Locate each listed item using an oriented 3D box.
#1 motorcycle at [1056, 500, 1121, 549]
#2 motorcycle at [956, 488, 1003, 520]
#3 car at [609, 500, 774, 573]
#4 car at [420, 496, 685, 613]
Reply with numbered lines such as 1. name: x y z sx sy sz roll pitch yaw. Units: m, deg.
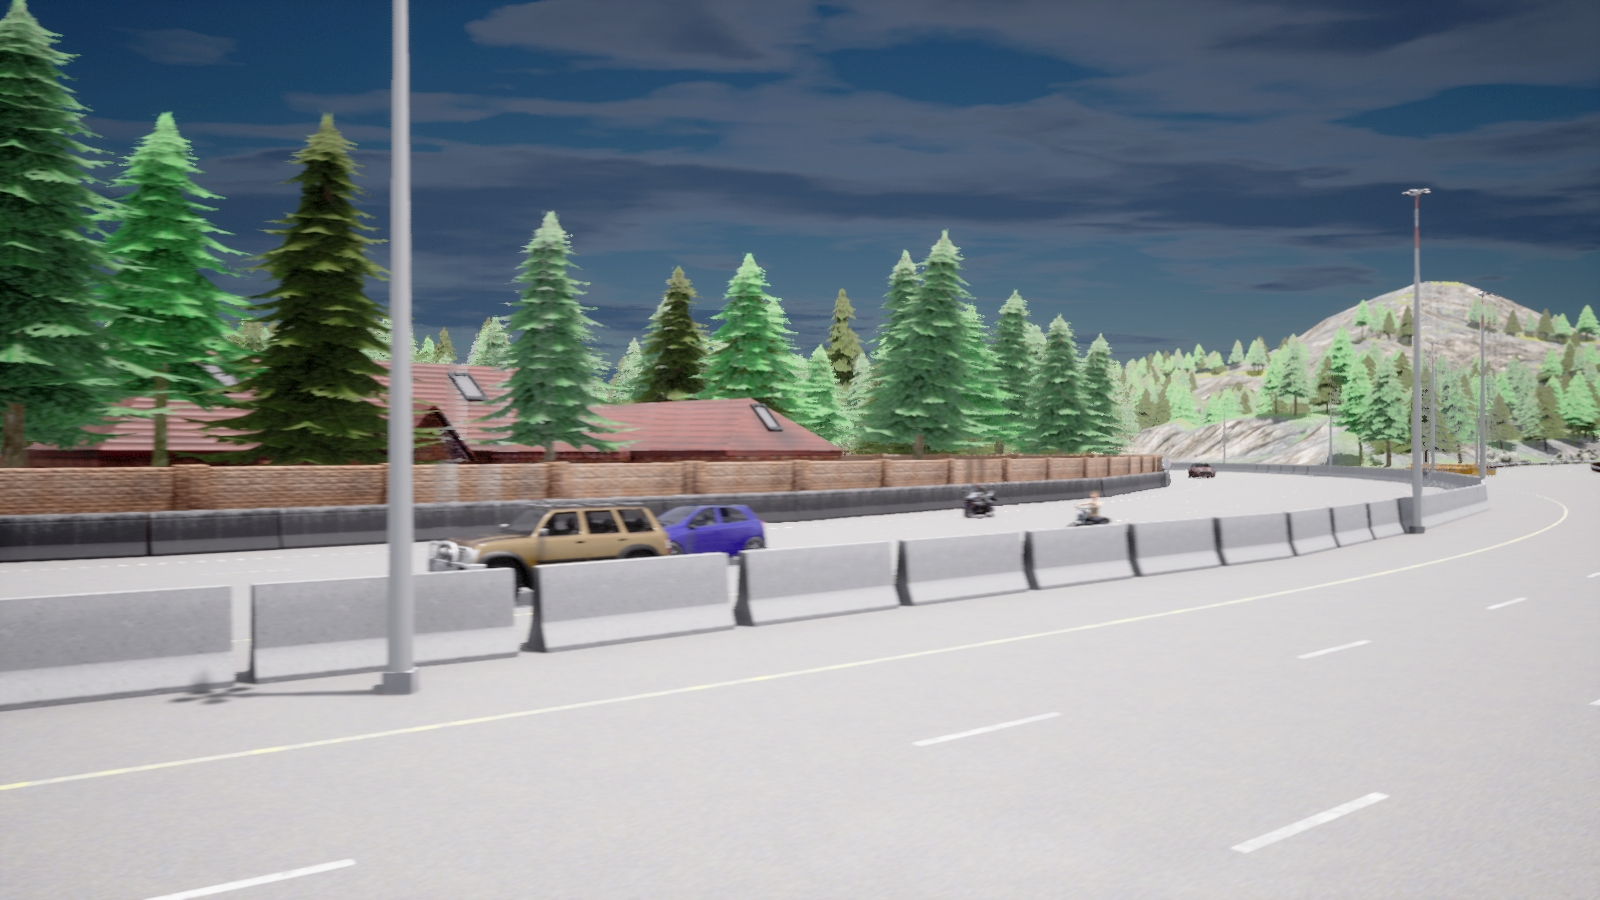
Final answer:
1. motorcycle: 8.587 2.182 33.904 0.764 1.325 2.356 0 0 45
2. motorcycle: 7.524 2.259 47.795 0.867 1.251 2.209 -2 -1 42
3. car: -2.641 2.076 28.185 3.633 1.501 1.845 0 0 -40
4. car: -4.691 1.896 22.033 4.605 1.855 1.932 0 0 -39
